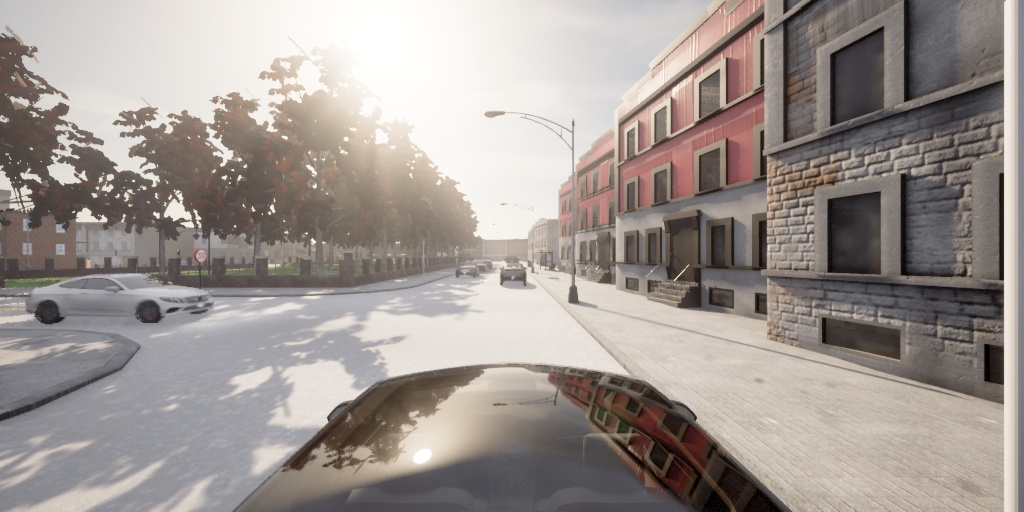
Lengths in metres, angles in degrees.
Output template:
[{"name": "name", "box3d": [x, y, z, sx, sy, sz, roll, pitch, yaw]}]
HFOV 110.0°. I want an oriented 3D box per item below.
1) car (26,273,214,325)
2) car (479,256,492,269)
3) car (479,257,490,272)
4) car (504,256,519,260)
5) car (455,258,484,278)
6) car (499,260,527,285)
[{"name": "car", "box3d": [-12.204, 1.276, 11.307, 4.674, 1.442, 1.812, 0, 0, -2]}, {"name": "car", "box3d": [-4.205, 0.971, 55.051, 2.150, 2.045, 5.566, 0, 0, 0]}, {"name": "car", "box3d": [-4.205, 1.227, 44.317, 1.882, 1.535, 5.008, 0, 0, 0]}, {"name": "car", "box3d": [-0.041, 0.971, 56.082, 2.150, 2.045, 5.566, 0, 0, 0]}, {"name": "car", "box3d": [-4.184, 1.241, 34.169, 2.128, 1.511, 4.902, 0, 0, 0]}, {"name": "car", "box3d": [0.068, 1.241, 26.365, 2.128, 1.511, 4.902, 0, 0, 0]}]
